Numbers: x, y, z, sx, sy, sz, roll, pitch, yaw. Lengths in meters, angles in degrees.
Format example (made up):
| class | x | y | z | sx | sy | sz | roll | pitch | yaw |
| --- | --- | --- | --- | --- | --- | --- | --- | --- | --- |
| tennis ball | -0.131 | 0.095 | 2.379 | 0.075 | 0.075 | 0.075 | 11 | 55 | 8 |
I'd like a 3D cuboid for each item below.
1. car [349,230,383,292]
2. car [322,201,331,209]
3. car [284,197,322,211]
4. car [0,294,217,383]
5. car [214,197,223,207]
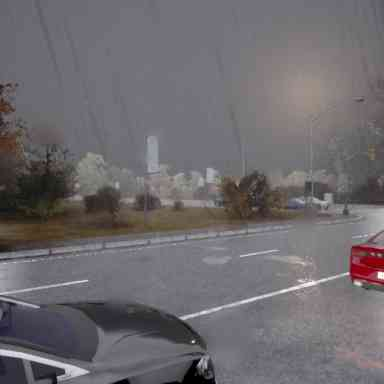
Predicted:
| class | x | y | z | sx | sy | sz | roll | pitch | yaw |
| --- | --- | --- | --- | --- | --- | --- | --- | --- | --- |
| car | 5.709 | 1.445 | 7.814 | 5.008 | 1.535 | 1.882 | 0 | 0 | -36 |
| car | 13.898 | 1.281 | 39.162 | 1.812 | 1.442 | 4.674 | -1 | 0 | -39 |
| car | 11.113 | 1.334 | 37.009 | 2.033 | 1.411 | 5.357 | -1 | 0 | -39 |
| car | -2.007 | 1.492 | 2.299 | 4.902 | 1.511 | 2.128 | 0 | 0 | -35 |
| car | 5.056 | 1.296 | 44.561 | 1.837 | 1.490 | 4.892 | -1 | 0 | -39 |
